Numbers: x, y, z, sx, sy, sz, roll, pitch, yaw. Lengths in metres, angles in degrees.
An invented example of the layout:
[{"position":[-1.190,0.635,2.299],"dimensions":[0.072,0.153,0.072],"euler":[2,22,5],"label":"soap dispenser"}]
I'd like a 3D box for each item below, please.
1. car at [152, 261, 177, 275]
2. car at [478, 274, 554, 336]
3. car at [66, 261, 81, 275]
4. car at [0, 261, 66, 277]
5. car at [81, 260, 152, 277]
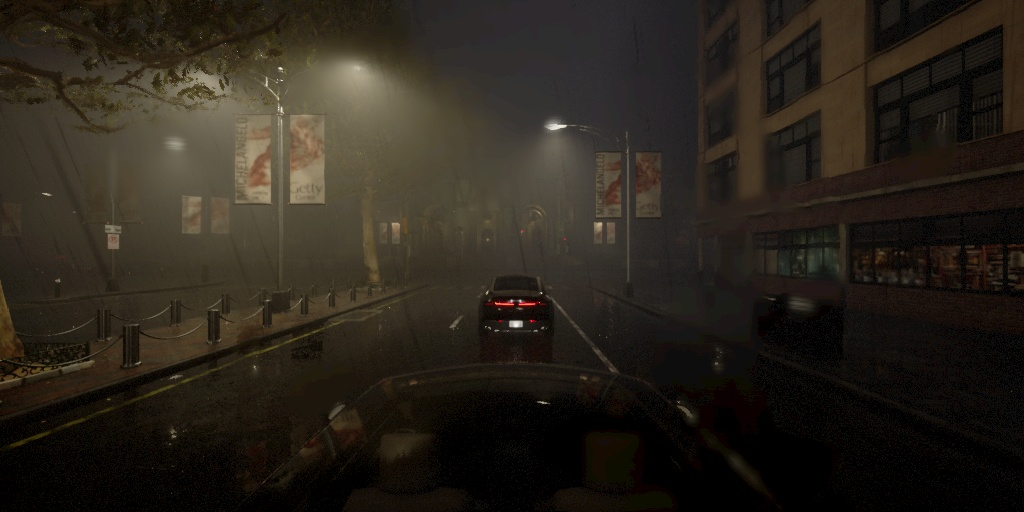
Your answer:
[{"position":[-38.886,1.228,38.376],"dimensions":[5.008,1.535,1.882],"euler":[0,0,0],"label":"car"},{"position":[0.126,1.255,10.340],"dimensions":[1.837,1.490,4.892],"euler":[0,0,1],"label":"car"},{"position":[-48.136,1.242,38.411],"dimensions":[4.902,1.511,2.128],"euler":[0,0,0],"label":"car"},{"position":[-47.252,1.255,34.903],"dimensions":[4.892,1.490,1.837],"euler":[0,0,0],"label":"car"},{"position":[-38.392,1.314,34.870],"dimensions":[4.181,1.385,1.994],"euler":[0,0,0],"label":"car"}]
